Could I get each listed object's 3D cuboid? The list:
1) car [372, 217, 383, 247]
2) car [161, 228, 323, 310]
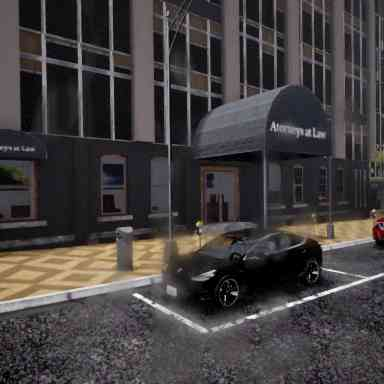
[{"bbox_3d":[9.615,1.310,14.030,5.009,1.841,2.192,0,-1,-37],"label":"car"},{"bbox_3d":[1.342,1.564,7.824,4.313,1.339,1.947,0,-1,-37],"label":"car"}]
